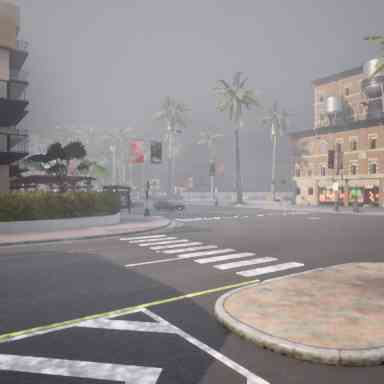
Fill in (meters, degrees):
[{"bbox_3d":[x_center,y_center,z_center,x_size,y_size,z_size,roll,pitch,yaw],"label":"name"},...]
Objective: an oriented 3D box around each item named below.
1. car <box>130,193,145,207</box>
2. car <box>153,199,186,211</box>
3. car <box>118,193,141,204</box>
[{"bbox_3d":[-8.818,1.352,49.650,2.097,1.767,4.553,0,0,-35],"label":"car"},{"bbox_3d":[-2.949,1.547,41.273,2.033,1.411,5.357,0,0,-35],"label":"car"},{"bbox_3d":[-12.673,1.221,67.347,2.150,2.045,5.566,0,0,-38],"label":"car"}]
